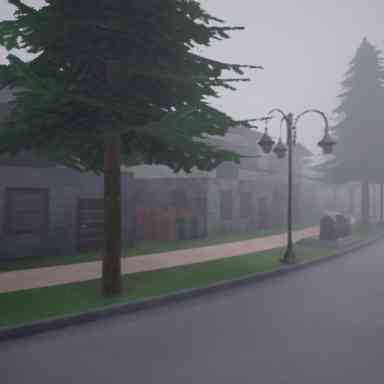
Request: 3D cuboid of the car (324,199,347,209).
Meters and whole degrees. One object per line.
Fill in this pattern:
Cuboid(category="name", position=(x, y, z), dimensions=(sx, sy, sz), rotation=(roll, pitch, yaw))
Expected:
Cuboid(category="car", position=(23.943, 1.901, 55.659), dimensions=(2.097, 1.767, 4.553), rotation=(0, 0, -3))
